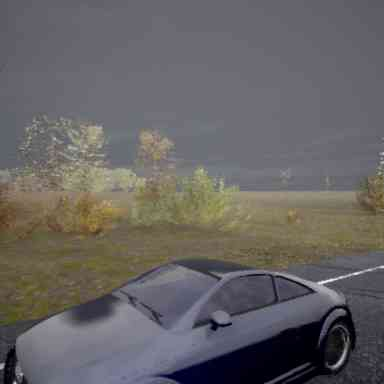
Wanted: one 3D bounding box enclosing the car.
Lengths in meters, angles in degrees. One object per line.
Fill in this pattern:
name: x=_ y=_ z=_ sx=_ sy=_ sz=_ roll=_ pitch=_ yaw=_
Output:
car: x=0.101 y=1.563 z=4.030 sx=4.181 sy=1.385 sz=1.994 roll=0 pitch=0 yaw=-35
